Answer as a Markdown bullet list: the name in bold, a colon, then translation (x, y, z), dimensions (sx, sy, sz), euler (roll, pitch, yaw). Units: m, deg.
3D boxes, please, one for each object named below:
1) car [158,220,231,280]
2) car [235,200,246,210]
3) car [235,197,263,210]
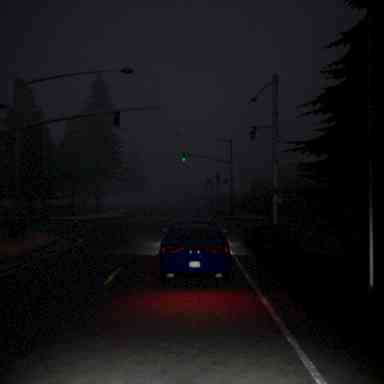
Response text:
- **car**: translation (0.081, 1.591, 10.367), dimensions (1.882, 1.535, 5.008), euler (0, -1, 0)
- **car**: translation (8.863, 1.656, 47.234), dimensions (4.605, 1.855, 1.932), euler (0, -1, -1)
- **car**: translation (8.449, 1.685, 49.744), dimensions (3.866, 1.878, 1.905), euler (0, -1, -1)
